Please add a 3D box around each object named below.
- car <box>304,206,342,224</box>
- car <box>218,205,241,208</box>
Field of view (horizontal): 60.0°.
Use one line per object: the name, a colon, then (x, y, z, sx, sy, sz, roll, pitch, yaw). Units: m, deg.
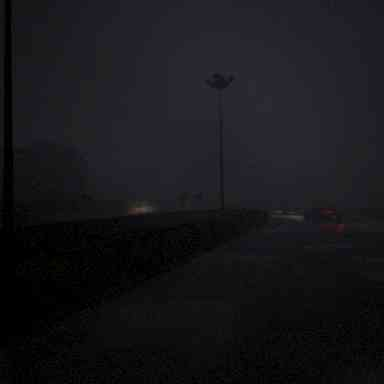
car: (11.655, 1.966, 29.971, 2.128, 1.511, 4.902, -1, -1, -2)
car: (4.066, 2.324, 40.050, 4.902, 1.511, 2.128, -2, -1, 33)
